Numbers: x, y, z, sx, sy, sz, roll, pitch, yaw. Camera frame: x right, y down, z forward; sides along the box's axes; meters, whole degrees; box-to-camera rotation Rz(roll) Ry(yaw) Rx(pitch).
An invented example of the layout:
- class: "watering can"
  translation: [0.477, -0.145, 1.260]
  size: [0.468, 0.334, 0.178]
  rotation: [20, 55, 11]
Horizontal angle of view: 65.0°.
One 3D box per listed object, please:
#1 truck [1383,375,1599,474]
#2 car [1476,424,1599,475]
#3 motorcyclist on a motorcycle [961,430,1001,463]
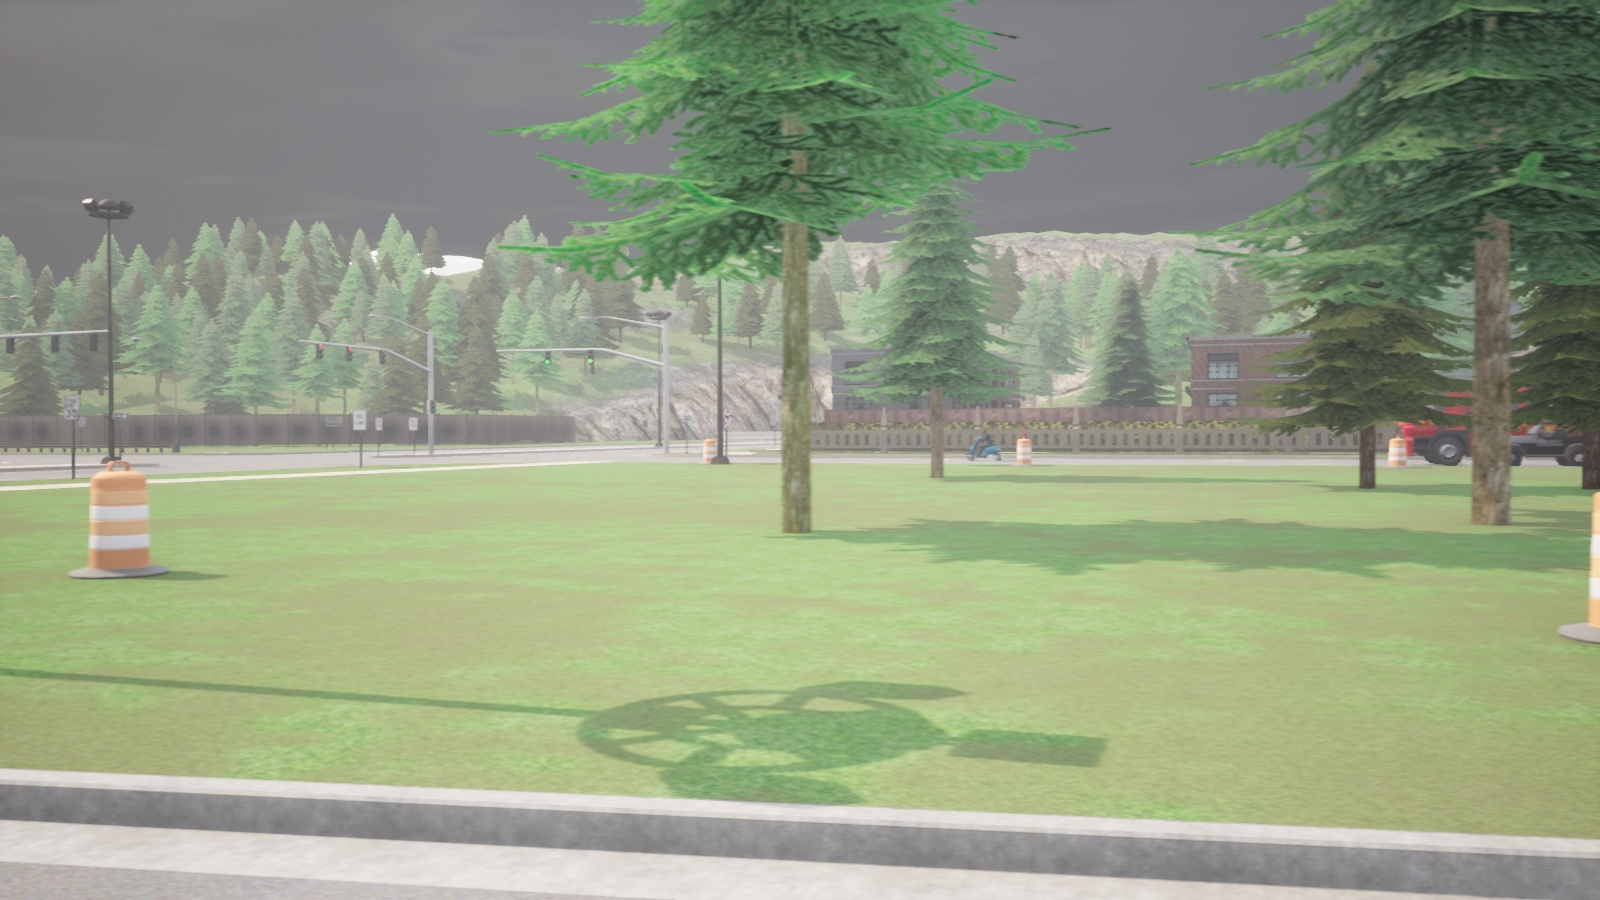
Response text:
- class: "truck"
  translation: [28.550, -1.048, 51.056]
  size: [8.468, 3.827, 2.891]
  rotation: [1, 1, 18]
- class: "car"
  translation: [27.983, -0.034, 47.570]
  size: [3.866, 1.878, 1.905]
  rotation: [1, 1, 18]
- class: "motorcyclist on a motorcycle"
  translation: [8.842, -0.169, 61.333]
  size: [1.817, 1.590, 0.866]
  rotation: [1, 1, 18]
